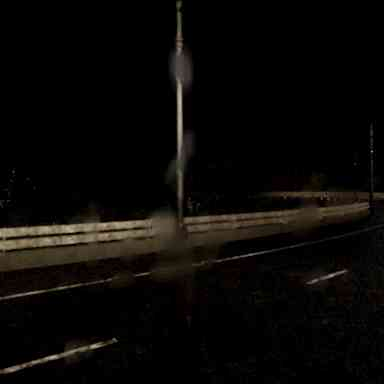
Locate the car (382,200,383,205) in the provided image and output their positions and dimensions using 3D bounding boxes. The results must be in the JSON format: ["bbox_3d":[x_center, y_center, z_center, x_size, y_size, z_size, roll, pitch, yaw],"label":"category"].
[{"bbox_3d":[35.770,1.763,60.079,2.128,1.511,4.902,0,0,17],"label":"car"}]
